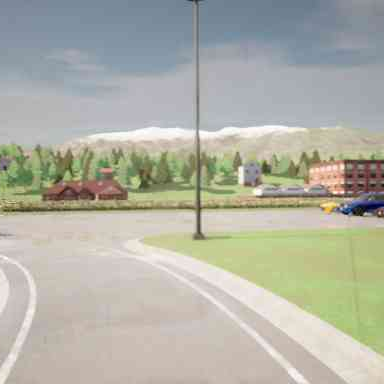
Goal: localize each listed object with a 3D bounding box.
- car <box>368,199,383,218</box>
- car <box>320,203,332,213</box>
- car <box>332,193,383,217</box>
[{"bbox_3d":[16.774,1.458,26.484,4.181,1.385,1.994,0,0,-7],"label":"car"},{"bbox_3d":[15.347,1.393,33.357,5.008,1.535,1.882,-1,0,-7],"label":"car"},{"bbox_3d":[16.022,1.127,29.919,5.566,2.045,2.150,0,0,-7],"label":"car"}]
